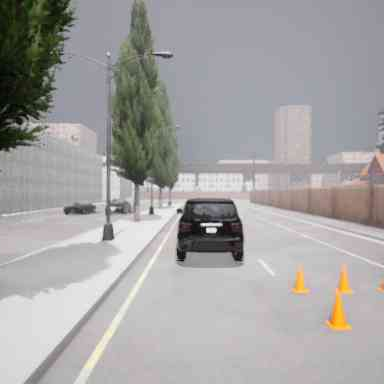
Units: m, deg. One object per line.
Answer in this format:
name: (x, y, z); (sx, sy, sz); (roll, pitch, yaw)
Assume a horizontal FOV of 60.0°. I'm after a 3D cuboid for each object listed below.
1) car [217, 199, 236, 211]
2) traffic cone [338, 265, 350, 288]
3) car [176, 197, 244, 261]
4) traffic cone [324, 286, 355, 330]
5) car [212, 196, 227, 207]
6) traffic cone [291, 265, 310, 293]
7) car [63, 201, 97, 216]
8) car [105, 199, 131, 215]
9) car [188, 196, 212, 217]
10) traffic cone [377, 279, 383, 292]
car: (4.141, 1.583, 40.717); (1.895, 1.301, 4.718); (0, 0, 0)
traffic cone: (3.468, 1.956, 7.591); (0.340, 0.580, 0.340); (0, 0, 0)
car: (0.584, 1.215, 12.454); (2.150, 2.045, 5.566); (0, 0, 0)
traffic cone: (2.457, 1.956, 5.597); (0.340, 0.580, 0.340); (0, 0, 0)
car: (4.197, 1.455, 50.812); (1.882, 1.535, 5.008); (0, 0, 0)
traffic cone: (2.468, 1.954, 7.597); (0.340, 0.580, 0.340); (0, 0, 0)
car: (-10.992, 1.567, 32.792); (1.895, 1.301, 4.718); (0, 0, 0)
car: (-7.479, 1.462, 33.993); (2.128, 1.511, 4.902); (0, 0, 1)
car: (0.689, 1.334, 31.314); (2.097, 1.767, 4.553); (0, 0, 0)
traffic cone: (4.468, 1.957, 7.585); (0.340, 0.580, 0.340); (0, 0, 0)
